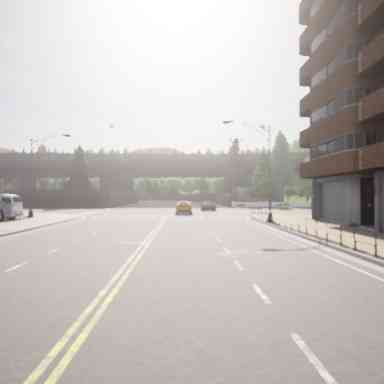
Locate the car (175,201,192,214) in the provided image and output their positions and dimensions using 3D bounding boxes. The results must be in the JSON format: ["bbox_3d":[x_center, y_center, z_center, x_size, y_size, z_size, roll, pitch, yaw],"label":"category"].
[{"bbox_3d":[-1.003,1.844,40.627,1.882,1.535,5.008,0,0,-2],"label":"car"}]

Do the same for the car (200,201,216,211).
[{"bbox_3d":[2.303,1.971,47.467,1.994,1.385,4.181,0,0,-2],"label":"car"}]
